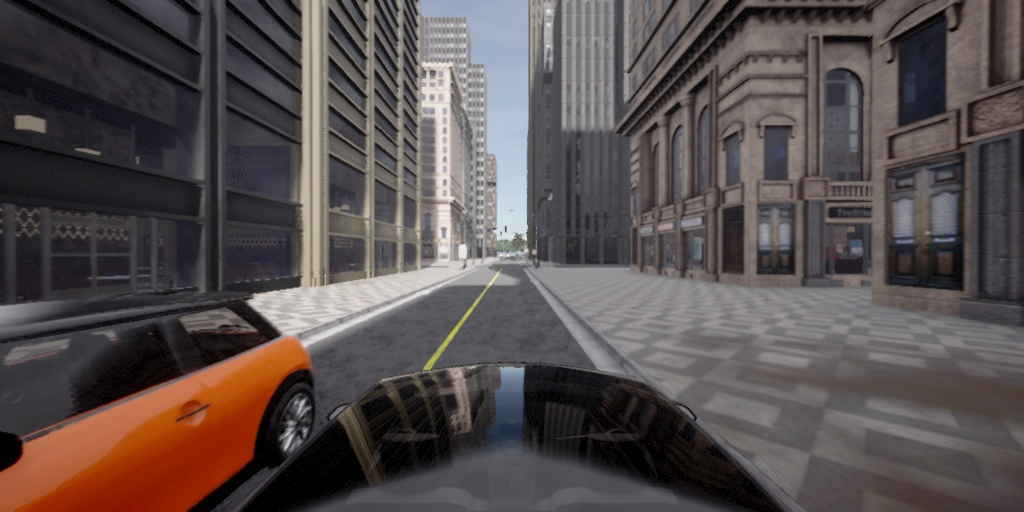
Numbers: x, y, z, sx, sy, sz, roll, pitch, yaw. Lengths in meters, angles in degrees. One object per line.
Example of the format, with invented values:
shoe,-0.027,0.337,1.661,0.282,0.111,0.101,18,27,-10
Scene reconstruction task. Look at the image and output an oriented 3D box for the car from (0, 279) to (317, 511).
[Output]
car,-3.100,1.101,1.842,2.097,1.767,4.553,0,0,0
